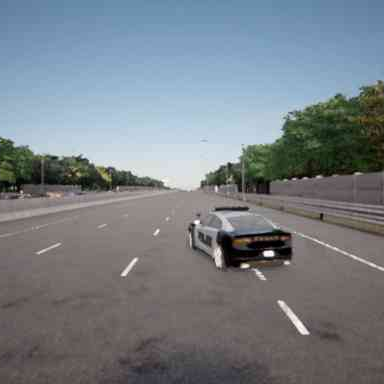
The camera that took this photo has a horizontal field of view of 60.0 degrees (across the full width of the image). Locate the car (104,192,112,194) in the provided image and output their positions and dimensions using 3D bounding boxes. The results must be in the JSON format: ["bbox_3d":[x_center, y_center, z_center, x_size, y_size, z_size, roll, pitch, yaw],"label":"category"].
[{"bbox_3d":[-17.563,0.749,69.778,1.812,1.442,4.674,0,0,0],"label":"car"}]

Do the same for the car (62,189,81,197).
[{"bbox_3d":[-24.563,0.450,69.740,2.150,2.045,5.566,0,0,0],"label":"car"}]

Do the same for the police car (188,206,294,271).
[{"bbox_3d":[1.218,1.272,10.693,1.930,1.638,5.238,-1,1,-15],"label":"police car"}]

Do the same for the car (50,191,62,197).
[{"bbox_3d":[-28.063,0.580,69.798,2.097,1.767,4.553,0,0,0],"label":"car"}]

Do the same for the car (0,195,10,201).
[{"bbox_3d":[-21.033,1.078,35.279,1.812,1.442,4.674,0,1,0],"label":"car"}]

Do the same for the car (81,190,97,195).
[{"bbox_3d":[-21.063,0.725,69.775,1.837,1.490,4.892,0,0,0],"label":"car"}]
